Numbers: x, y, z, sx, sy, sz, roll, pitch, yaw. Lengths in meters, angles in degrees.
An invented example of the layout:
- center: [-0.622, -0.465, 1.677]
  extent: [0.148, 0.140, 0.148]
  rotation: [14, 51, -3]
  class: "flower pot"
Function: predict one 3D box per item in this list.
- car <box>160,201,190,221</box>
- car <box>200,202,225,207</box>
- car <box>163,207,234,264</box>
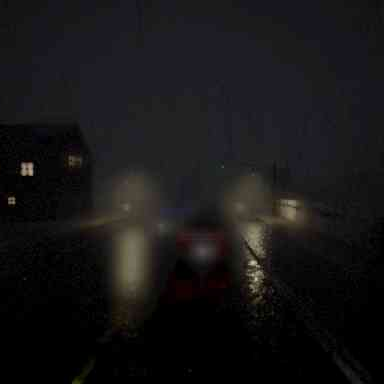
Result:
- center: [-1.265, 1.491, 26.948]
  extent: [1.882, 1.535, 5.008]
  rotation: [0, 0, 7]
  class: "car"
- center: [1.648, 1.510, 26.968]
  extent: [1.882, 1.535, 5.008]
  rotation: [0, 0, 7]
  class: "car"
- center: [0.441, 1.496, 11.905]
  extent: [2.128, 1.511, 4.902]
  rotation: [0, 0, 3]
  class: "car"
